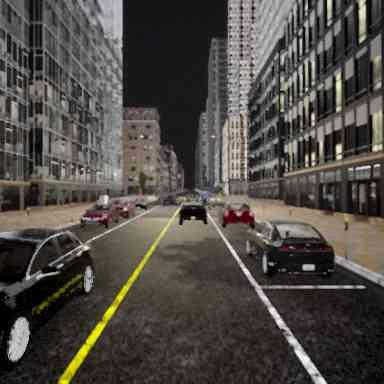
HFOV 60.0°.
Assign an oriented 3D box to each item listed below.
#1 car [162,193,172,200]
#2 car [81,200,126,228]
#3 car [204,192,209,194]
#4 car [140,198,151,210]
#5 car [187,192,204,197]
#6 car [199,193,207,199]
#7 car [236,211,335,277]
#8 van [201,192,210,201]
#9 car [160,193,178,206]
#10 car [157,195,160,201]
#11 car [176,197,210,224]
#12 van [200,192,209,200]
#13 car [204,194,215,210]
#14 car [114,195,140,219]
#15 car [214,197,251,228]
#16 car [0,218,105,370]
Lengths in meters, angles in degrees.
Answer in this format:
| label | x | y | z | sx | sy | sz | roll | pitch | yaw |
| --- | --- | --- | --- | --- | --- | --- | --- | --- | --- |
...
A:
| label | x | y | z | sx | sy | sz | roll | pitch | yaw |
| --- | --- | --- | --- | --- | --- | --- | --- | --- | --- |
| car | -5.738 | 1.005 | 76.777 | 1.947 | 1.339 | 4.313 | 1 | 0 | 0 |
| car | -5.697 | 1.443 | 21.034 | 1.802 | 1.307 | 4.206 | 1 | 0 | 0 |
| car | 2.659 | 1.183 | 54.469 | 1.947 | 1.339 | 4.313 | 1 | 0 | 0 |
| car | -5.709 | 1.307 | 37.755 | 1.947 | 1.339 | 4.313 | 1 | 0 | 0 |
| car | 0.070 | 1.070 | 40.911 | 2.097 | 1.767 | 4.553 | 0 | 0 | 0 |
| car | 2.639 | 0.938 | 82.353 | 1.887 | 1.381 | 4.507 | 1 | 0 | 0 |
| car | 2.692 | 1.488 | 9.854 | 2.008 | 1.369 | 4.403 | 1 | 0 | 0 |
| van | 2.654 | 0.871 | 65.622 | 1.690 | 1.788 | 3.998 | 1 | 0 | 0 |
| car | -3.113 | 1.177 | 47.399 | 1.837 | 1.490 | 4.892 | 0 | 0 | 0 |
| car | -5.728 | 0.970 | 65.627 | 1.967 | 1.590 | 4.097 | 1 | 0 | 0 |
| car | 0.082 | 1.352 | 23.281 | 1.837 | 1.490 | 4.892 | 0 | 1 | 0 |
| van | 2.650 | 0.827 | 71.198 | 1.690 | 1.788 | 3.998 | 1 | 0 | 0 |
| car | 2.672 | 1.293 | 37.739 | 2.008 | 1.369 | 4.403 | 1 | 0 | 0 |
| car | -5.699 | 1.262 | 26.606 | 1.967 | 1.590 | 4.097 | 1 | 0 | 0 |
| car | 2.685 | 1.302 | 21.008 | 1.967 | 1.590 | 4.097 | 1 | 0 | 0 |
| car | -3.104 | 1.468 | 5.707 | 1.837 | 1.490 | 4.892 | 0 | 0 | 0 |
